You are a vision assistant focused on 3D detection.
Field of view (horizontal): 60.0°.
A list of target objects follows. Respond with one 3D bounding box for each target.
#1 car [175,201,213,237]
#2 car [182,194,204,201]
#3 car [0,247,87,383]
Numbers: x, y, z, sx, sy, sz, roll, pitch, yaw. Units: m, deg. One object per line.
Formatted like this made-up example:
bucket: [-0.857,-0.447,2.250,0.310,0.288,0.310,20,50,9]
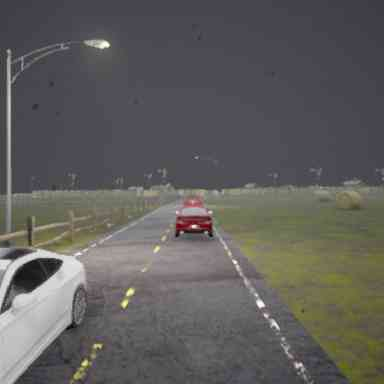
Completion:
car: [0.101,1.483,18.236,1.882,1.535,5.008,0,0,0]
car: [0.110,1.234,37.540,2.150,2.045,5.566,0,0,0]
car: [-2.748,1.527,4.206,1.812,1.442,4.674,0,0,0]
